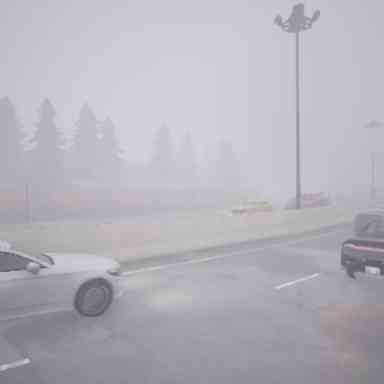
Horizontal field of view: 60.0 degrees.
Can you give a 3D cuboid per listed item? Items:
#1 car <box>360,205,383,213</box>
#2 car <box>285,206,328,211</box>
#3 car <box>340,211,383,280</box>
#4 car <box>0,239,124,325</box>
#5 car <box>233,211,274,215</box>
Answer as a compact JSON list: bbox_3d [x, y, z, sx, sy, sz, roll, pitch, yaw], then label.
[{"bbox_3d":[10.136,1.405,17.785,1.812,1.442,4.674,0,0,44],"label":"car"},{"bbox_3d":[9.771,1.078,28.210,2.150,2.045,5.566,0,0,39],"label":"car"},{"bbox_3d":[5.656,1.428,8.655,4.902,1.511,2.128,-1,0,-41],"label":"car"},{"bbox_3d":[-3.513,1.540,5.728,4.674,1.442,1.812,-1,0,-36],"label":"car"},{"bbox_3d":[5.203,1.369,28.244,1.882,1.535,5.008,0,0,40],"label":"car"}]
